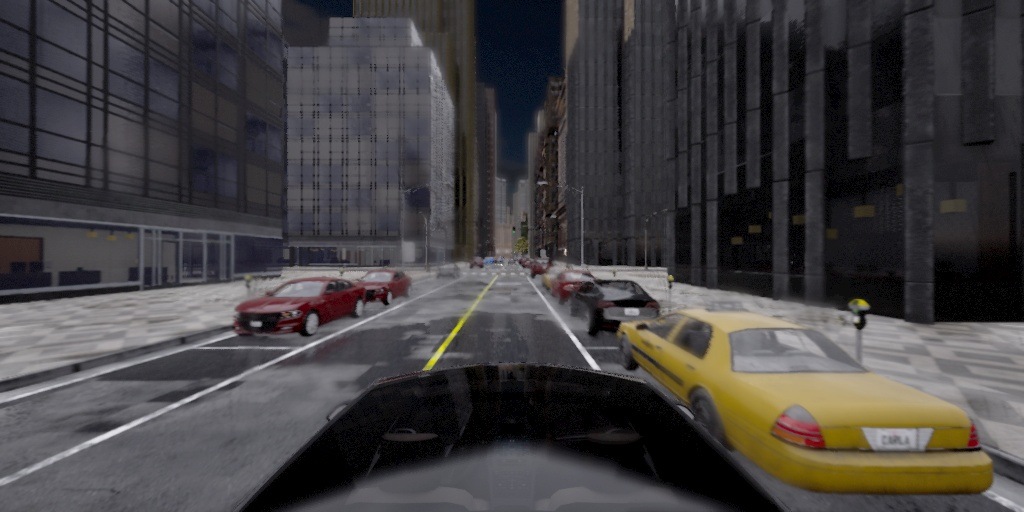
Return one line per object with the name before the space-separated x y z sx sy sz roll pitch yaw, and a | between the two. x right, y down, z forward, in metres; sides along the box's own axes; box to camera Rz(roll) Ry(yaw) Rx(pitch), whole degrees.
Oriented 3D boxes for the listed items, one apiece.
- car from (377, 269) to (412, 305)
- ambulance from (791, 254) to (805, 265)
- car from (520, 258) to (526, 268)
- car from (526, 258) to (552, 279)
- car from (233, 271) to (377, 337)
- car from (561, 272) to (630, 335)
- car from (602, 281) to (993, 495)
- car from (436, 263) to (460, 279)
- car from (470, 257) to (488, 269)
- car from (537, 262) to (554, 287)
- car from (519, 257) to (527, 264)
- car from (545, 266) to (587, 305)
car | -5.767 1.301 15.967 1.888 1.381 4.507 0 0 0
ambulance | 39.537 0.890 48.161 6.366 2.431 2.351 0 0 -1
car | 2.744 1.375 59.751 1.802 1.307 4.207 0 0 0
car | 2.753 1.082 32.897 2.192 1.841 5.009 0 0 0
car | -5.765 1.298 10.331 1.888 1.381 4.507 0 0 0
car | 2.760 1.319 10.351 1.948 1.339 4.313 0 0 0
car | 2.762 1.276 4.885 1.751 1.417 4.829 0 0 0
car | -5.772 1.318 32.875 2.007 1.370 4.403 0 0 0
car | -5.781 1.107 59.728 2.192 1.841 5.009 0 0 0
car | 2.756 1.285 21.794 1.751 1.417 4.829 0 0 0
car | 2.742 1.382 65.369 1.802 1.307 4.207 0 0 0
car | 2.758 1.301 15.987 1.888 1.381 4.507 0 0 0
